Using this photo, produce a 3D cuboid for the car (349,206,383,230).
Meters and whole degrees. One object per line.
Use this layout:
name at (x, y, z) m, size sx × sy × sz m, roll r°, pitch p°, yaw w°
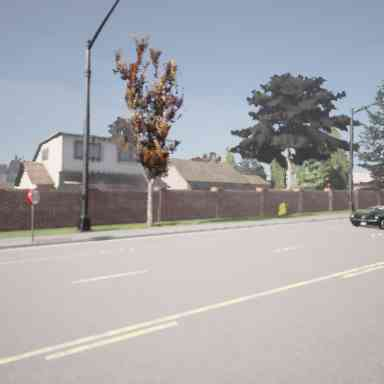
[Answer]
car at (12.071, 1.568, 21.194) m, size 4.718 × 1.301 × 1.895 m, roll 0°, pitch 0°, yaw -35°
